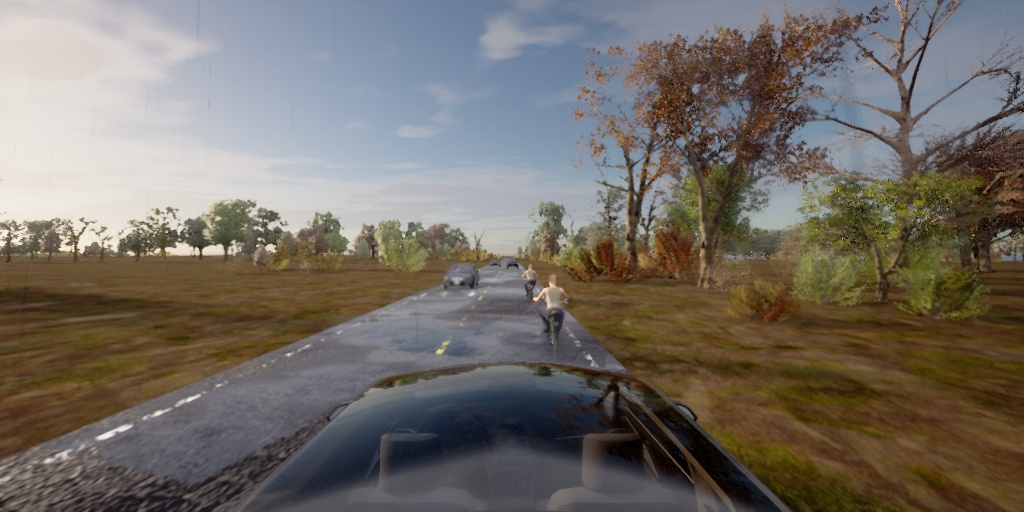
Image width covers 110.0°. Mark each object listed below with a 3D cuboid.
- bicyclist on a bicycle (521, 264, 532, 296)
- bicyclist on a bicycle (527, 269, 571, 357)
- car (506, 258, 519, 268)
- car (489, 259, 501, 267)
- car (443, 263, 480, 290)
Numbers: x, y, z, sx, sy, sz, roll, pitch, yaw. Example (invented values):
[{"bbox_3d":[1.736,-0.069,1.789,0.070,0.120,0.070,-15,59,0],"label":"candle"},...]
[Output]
[{"bbox_3d":[0.826,1.176,16.272,0.866,1.612,1.509,-1,0,0],"label":"bicyclist on a bicycle"},{"bbox_3d":[0.850,1.181,7.543,0.866,1.612,1.509,-1,0,0],"label":"bicyclist on a bicycle"},{"bbox_3d":[0.110,1.222,58.686,1.837,1.490,4.892,0,0,0],"label":"car"},{"bbox_3d":[-3.032,1.277,64.730,1.994,1.385,4.181,0,0,1],"label":"car"},{"bbox_3d":[-3.097,1.230,22.649,2.128,1.511,4.902,0,0,0],"label":"car"}]
